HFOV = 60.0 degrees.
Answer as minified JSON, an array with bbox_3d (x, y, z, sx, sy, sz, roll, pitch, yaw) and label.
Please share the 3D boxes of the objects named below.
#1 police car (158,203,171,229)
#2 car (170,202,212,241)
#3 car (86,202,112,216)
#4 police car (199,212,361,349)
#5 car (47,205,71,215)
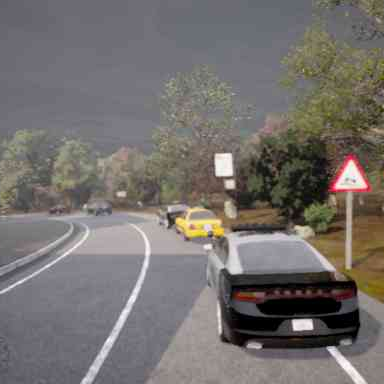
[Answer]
[{"bbox_3d":[-1.174,1.543,23.154,1.930,1.638,5.238,-3,0,-16],"label":"police car"},{"bbox_3d":[0.240,1.512,17.125,1.801,1.575,5.366,-2,0,-10],"label":"car"},{"bbox_3d":[-12.272,2.101,43.407,2.097,1.767,4.553,-5,1,-37],"label":"car"},{"bbox_3d":[1.305,1.427,6.655,1.930,1.638,5.238,-2,0,-1],"label":"police car"},{"bbox_3d":[-21.429,2.869,53.456,5.008,1.535,1.882,-4,2,40],"label":"car"}]
